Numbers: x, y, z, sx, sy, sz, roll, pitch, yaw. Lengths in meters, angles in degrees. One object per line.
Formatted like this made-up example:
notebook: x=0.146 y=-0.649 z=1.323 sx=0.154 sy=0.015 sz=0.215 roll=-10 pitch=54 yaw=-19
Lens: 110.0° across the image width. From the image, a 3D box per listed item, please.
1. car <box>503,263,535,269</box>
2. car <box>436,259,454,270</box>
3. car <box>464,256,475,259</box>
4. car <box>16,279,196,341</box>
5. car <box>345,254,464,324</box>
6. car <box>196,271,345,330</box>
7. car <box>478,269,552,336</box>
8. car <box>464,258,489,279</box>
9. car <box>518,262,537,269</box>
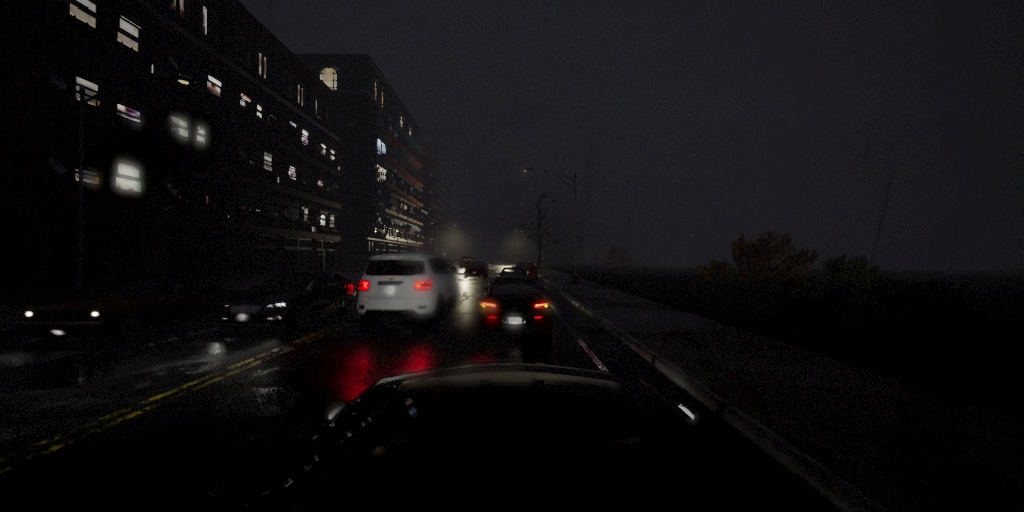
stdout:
car: x=0.062 y=1.317 z=20.434 sx=1.994 sy=1.385 sz=4.181 roll=0 pitch=0 yaw=0
car: x=-9.950 y=1.257 z=53.520 sx=1.837 sy=1.490 sz=4.892 roll=0 pitch=0 yaw=0
car: x=-6.705 y=0.972 z=54.462 sx=2.150 sy=2.045 sz=5.566 roll=0 pitch=0 yaw=0
car: x=-9.867 y=1.352 z=9.998 sx=1.895 sy=1.301 sz=4.718 roll=0 pitch=0 yaw=0
car: x=-3.173 y=0.970 z=12.044 sx=2.150 sy=2.045 sz=5.566 roll=0 pitch=0 yaw=0
car: x=-6.621 y=1.243 z=11.250 sx=2.128 sy=1.511 sz=4.902 roll=0 pitch=0 yaw=0
car: x=0.074 y=1.277 z=10.267 sx=1.812 sy=1.442 sz=4.674 roll=0 pitch=0 yaw=0
car: x=-3.214 y=1.231 z=33.237 sx=1.882 sy=1.535 sz=5.008 roll=0 pitch=0 yaw=0
car: x=1.079 y=1.231 z=29.962 sx=1.882 sy=1.535 sz=5.008 roll=0 pitch=0 yaw=0
